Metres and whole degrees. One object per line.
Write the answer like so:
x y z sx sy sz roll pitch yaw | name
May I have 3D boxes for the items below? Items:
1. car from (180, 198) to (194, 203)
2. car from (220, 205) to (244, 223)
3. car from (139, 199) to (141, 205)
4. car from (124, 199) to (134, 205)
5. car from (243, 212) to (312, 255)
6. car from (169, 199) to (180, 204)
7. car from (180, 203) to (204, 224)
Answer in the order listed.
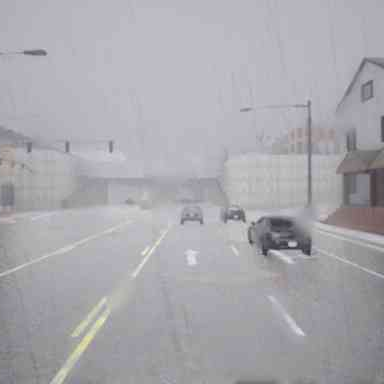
-1.296 2.420 88.477 1.882 1.535 5.008 0 -1 6 | car
3.489 1.853 28.898 1.812 1.442 4.674 0 -1 -1 | car
-11.799 2.362 80.858 1.837 1.490 4.892 0 -1 -1 | car
-15.316 2.346 81.434 1.882 1.535 5.008 0 -1 -1 | car
3.517 1.673 13.876 1.812 1.442 4.674 0 0 0 | car
-4.777 2.468 88.805 1.812 1.442 4.674 0 -1 6 | car
0.004 1.855 27.536 2.033 1.411 5.357 0 -1 0 | car
